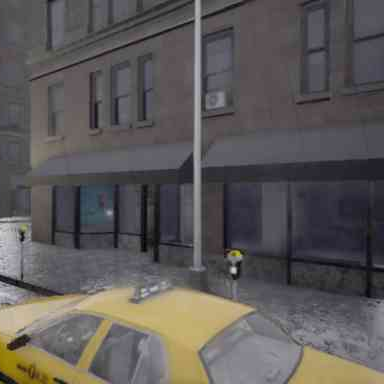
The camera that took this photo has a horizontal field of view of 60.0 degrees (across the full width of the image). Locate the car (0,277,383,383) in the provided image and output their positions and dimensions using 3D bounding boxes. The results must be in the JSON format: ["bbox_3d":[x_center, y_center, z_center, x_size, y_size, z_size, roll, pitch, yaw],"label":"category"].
[{"bbox_3d":[-0.590,1.520,3.231,4.829,1.417,1.752,0,0,35],"label":"car"}]
